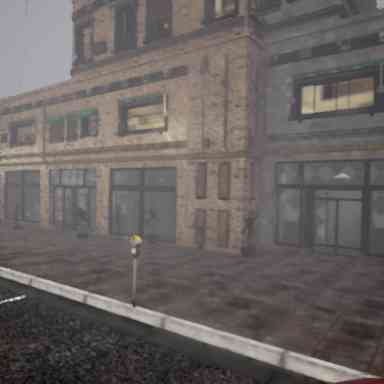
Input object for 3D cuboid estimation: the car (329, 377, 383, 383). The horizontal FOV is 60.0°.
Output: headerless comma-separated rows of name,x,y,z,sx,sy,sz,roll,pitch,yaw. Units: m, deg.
car,2.403,1.596,1.147,4.206,1.307,1.802,1,1,35
